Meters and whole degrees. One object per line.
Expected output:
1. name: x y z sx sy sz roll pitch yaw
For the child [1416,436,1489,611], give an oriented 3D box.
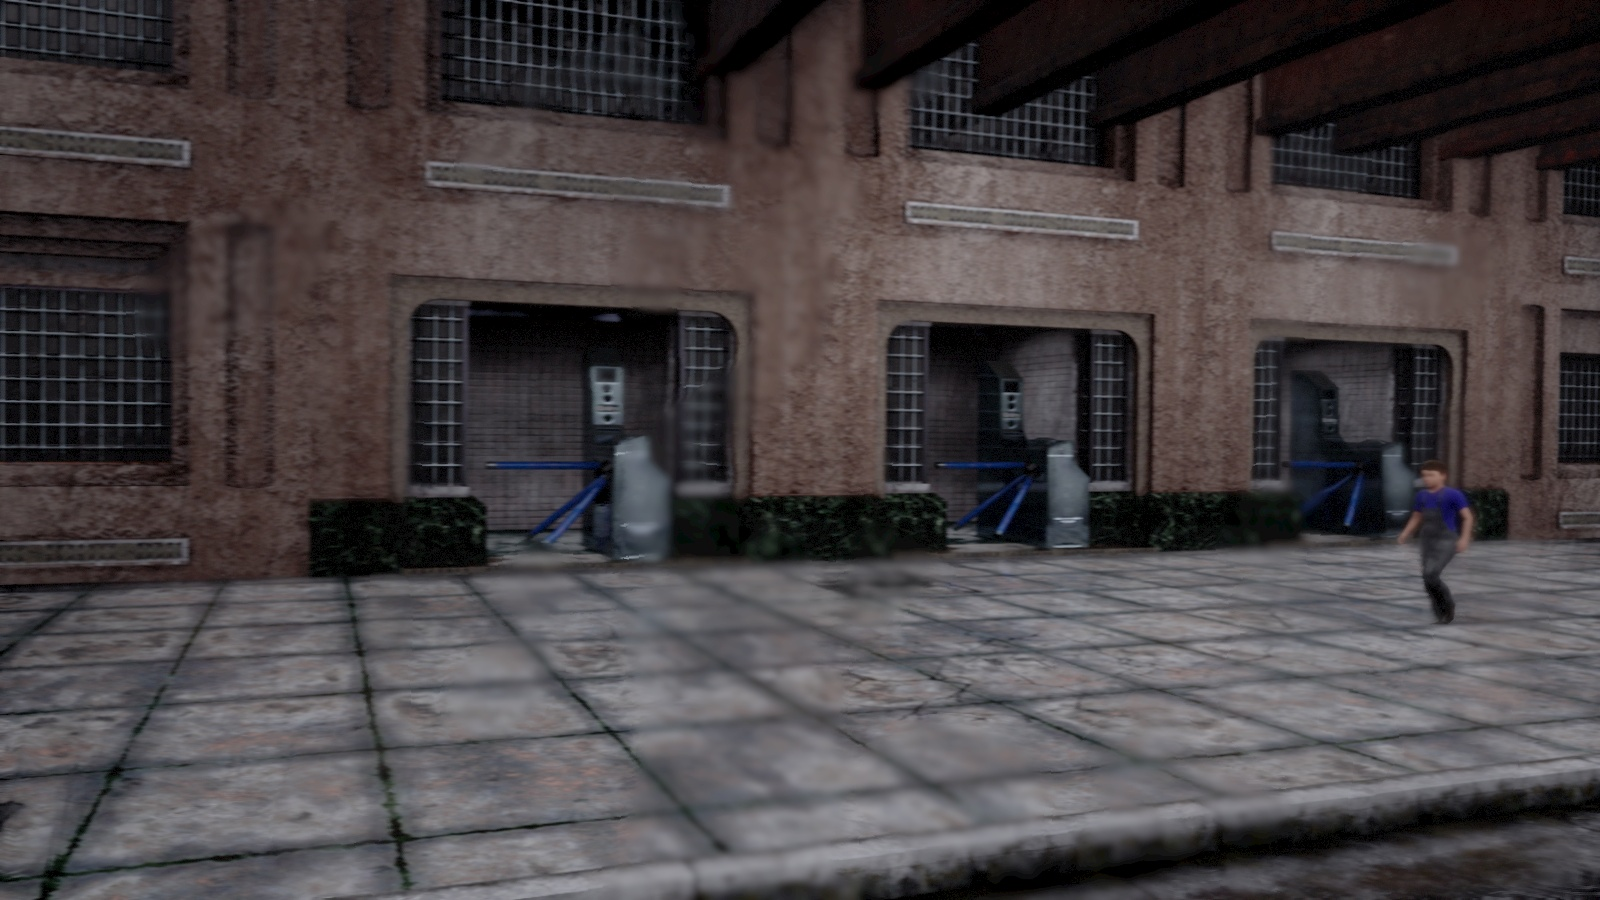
1. child: 4.826 0.531 9.287 0.437 1.263 0.270 -1 1 -25
